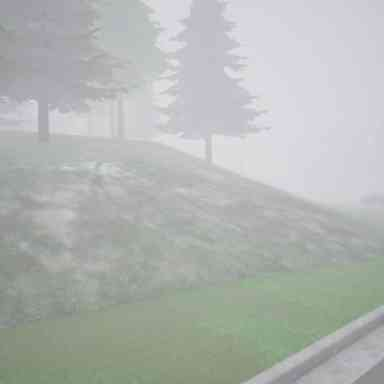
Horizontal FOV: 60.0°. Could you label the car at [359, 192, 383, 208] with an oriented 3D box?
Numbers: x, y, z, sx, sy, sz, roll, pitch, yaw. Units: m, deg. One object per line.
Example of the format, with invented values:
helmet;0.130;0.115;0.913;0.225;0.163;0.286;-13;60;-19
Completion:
car;19.150;0.757;34.123;1.882;1.535;5.008;-1;0;-2
